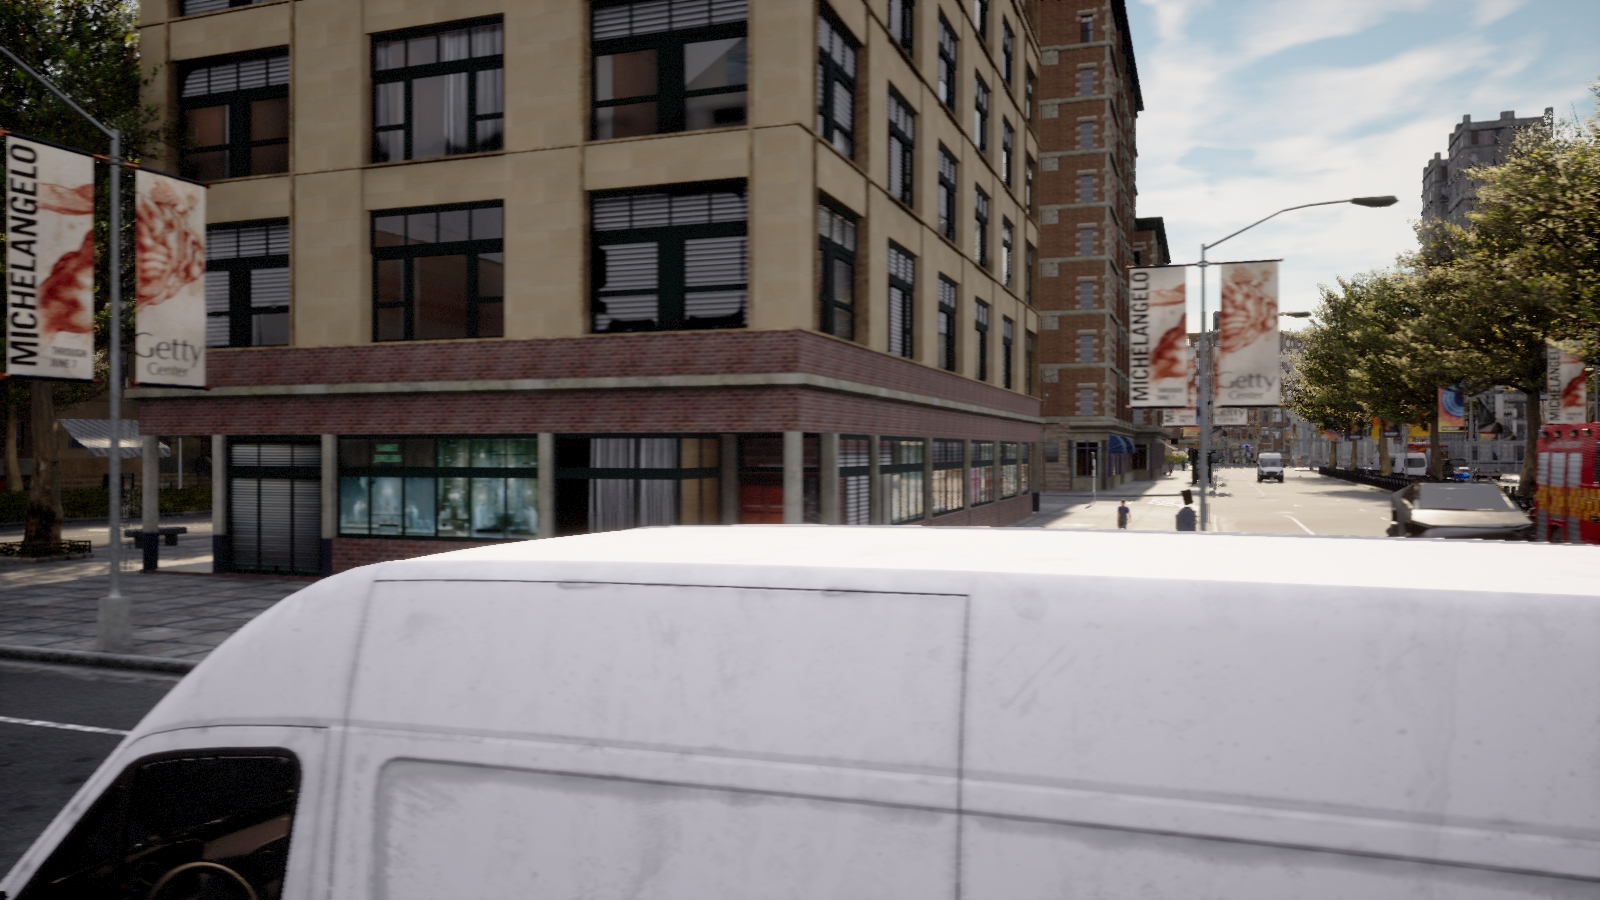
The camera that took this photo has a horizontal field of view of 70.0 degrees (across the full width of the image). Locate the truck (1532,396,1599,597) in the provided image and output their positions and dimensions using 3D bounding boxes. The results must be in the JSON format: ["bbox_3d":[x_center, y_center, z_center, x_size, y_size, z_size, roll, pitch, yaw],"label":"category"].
[{"bbox_3d":[16.865,0.890,21.966,2.891,3.827,8.468,0,0,20],"label":"truck"}]

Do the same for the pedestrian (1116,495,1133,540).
[{"bbox_3d":[9.561,1.976,33.639,0.375,1.300,0.375,0,0,34],"label":"pedestrian"}]

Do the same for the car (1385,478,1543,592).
[{"bbox_3d":[14.816,1.753,25.886,2.390,2.098,6.274,0,0,24],"label":"car"}]

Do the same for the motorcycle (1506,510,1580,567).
[{"bbox_3d":[18.737,2.205,28.880,0.867,1.251,2.209,0,0,13],"label":"motorcycle"}]

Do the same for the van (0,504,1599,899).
[{"bbox_3d":[-0.312,1.534,3.423,5.915,2.561,1.988,0,0,20],"label":"van"}]
